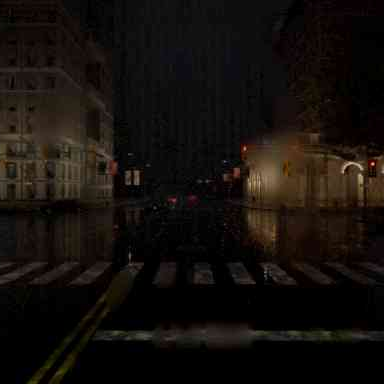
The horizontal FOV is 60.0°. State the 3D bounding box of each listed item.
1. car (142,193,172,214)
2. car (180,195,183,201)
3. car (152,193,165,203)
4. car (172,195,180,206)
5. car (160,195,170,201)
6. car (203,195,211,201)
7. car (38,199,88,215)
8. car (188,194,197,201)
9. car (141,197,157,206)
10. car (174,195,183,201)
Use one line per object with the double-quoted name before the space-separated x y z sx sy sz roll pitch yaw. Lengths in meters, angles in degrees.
"car" -3.629 1.221 35.072 2.150 2.045 5.566 0 0 -1
"car" -3.470 1.540 69.571 2.033 1.411 5.357 0 0 1
"car" -6.971 1.225 69.483 2.150 2.045 5.566 0 0 1
"car" -3.628 1.352 55.527 2.097 1.767 4.553 0 0 0
"car" -6.822 1.487 85.011 2.033 1.411 5.357 0 0 1
"car" 3.617 1.464 78.575 2.033 1.411 5.357 0 0 1
"car" -13.311 1.505 34.498 4.892 1.490 1.837 0 2 -33
"car" 0.117 1.279 78.577 2.097 1.767 4.553 0 0 1
"car" -7.137 1.547 55.840 2.033 1.411 5.357 0 0 0
"car" -3.322 1.473 84.978 2.128 1.511 4.902 0 0 1
